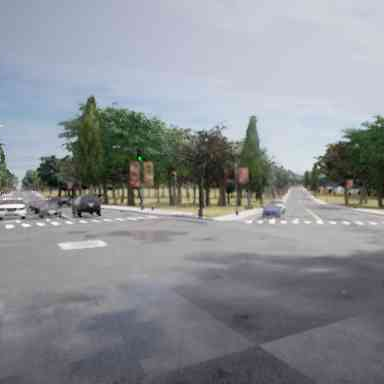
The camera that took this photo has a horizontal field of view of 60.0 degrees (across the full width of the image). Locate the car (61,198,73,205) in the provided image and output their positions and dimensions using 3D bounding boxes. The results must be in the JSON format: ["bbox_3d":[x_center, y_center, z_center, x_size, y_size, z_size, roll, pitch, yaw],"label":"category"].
[{"bbox_3d":[-27.158,2.067,72.072,1.882,1.535,5.008,-1,0,-28],"label":"car"}]

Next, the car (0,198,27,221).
[{"bbox_3d":[-17.232,1.583,32.023,2.150,2.045,5.566,-1,0,-27],"label":"car"}]

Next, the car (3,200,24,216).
[{"bbox_3d":[-21.713,1.846,40.581,2.097,1.767,4.553,-1,0,-27],"label":"car"}]

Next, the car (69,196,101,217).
[{"bbox_3d":[-10.858,1.435,34.096,2.150,2.045,5.566,-1,0,-27],"label":"car"}]

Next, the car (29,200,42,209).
[{"bbox_3d":[-29.151,2.301,61.874,2.033,1.411,5.357,-1,0,-28],"label":"car"}]

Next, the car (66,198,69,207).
[{"bbox_3d":[-22.320,2.142,62.838,2.033,1.411,5.357,-1,0,-28],"label":"car"}]

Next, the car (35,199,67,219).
[{"bbox_3d":[-14.159,1.782,33.164,2.128,1.511,4.902,-1,0,-27],"label":"car"}]

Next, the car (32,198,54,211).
[{"bbox_3d":[-18.543,1.896,41.532,1.882,1.535,5.008,-1,0,-27],"label":"car"}]

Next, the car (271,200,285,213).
[{"bbox_3d":[12.366,2.151,48.715,2.150,2.045,5.566,-1,-2,18],"label":"car"}]

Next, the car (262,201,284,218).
[{"bbox_3d":[9.350,2.176,38.996,1.882,1.535,5.008,-1,-2,17],"label":"car"}]

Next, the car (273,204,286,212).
[{"bbox_3d":[15.344,2.785,58.271,1.895,1.301,4.718,-1,-2,17],"label":"car"}]

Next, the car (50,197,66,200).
[{"bbox_3d":[-25.221,1.883,61.358,2.150,2.045,5.566,-1,0,-28],"label":"car"}]

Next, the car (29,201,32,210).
[{"bbox_3d":[-23.203,1.919,50.472,2.097,1.767,4.553,-1,0,-27],"label":"car"}]
